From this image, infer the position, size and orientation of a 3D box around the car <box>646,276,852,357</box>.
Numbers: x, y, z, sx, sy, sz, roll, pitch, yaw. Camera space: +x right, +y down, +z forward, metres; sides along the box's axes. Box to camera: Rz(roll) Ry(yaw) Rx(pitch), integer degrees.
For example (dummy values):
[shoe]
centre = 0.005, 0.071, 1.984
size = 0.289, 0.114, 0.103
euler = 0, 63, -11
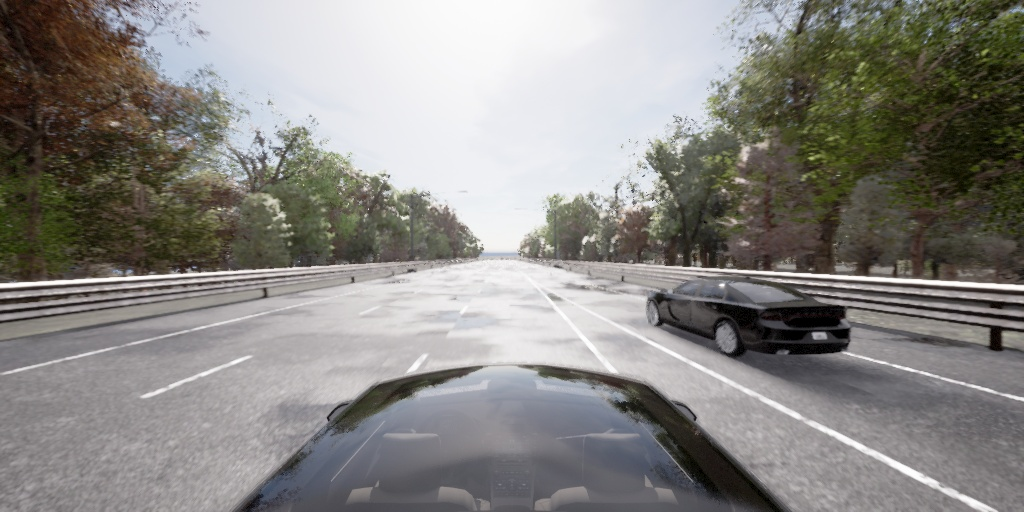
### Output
[car]
centre = 5.030, 1.215, 8.584
size = 1.882, 1.535, 5.008
euler = 0, 0, -5
